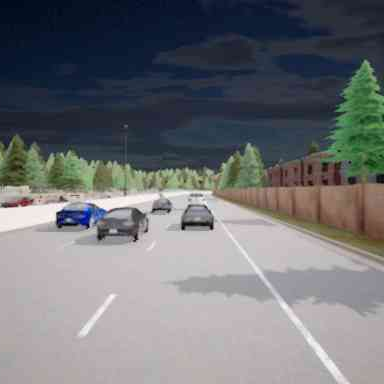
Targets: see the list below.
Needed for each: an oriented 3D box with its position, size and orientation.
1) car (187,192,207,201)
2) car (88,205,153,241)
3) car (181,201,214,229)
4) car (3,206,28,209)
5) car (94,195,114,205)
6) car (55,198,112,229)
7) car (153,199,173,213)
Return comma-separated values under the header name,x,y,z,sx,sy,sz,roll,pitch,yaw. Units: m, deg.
name,x,y,z,sx,sy,sz,roll,pitch,yaw
car,0.570,1.030,40.102,2.150,2.045,5.566,0,0,1
car,-3.208,1.438,15.980,1.812,1.442,4.674,0,0,1
car,0.334,1.465,20.702,1.994,1.385,4.181,0,0,1
car,-20.616,1.219,39.633,1.882,1.535,5.008,0,0,1
car,-13.433,1.236,50.959,1.812,1.442,4.674,0,0,1
car,-6.669,1.357,20.515,1.882,1.535,5.008,0,0,1
car,-3.003,1.373,34.214,2.033,1.411,5.357,0,0,1
